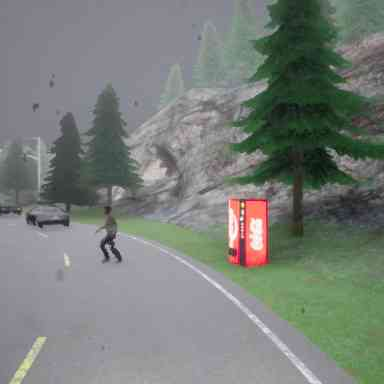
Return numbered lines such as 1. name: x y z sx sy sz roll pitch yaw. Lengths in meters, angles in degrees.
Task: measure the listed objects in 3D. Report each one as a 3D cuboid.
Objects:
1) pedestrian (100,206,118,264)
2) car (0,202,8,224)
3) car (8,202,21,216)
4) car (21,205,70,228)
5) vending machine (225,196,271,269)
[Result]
1. pedestrian: -2.547 1.294 10.194 0.375 1.860 0.375 0 0 -21
2. car: -14.196 1.490 22.200 2.128 1.511 4.902 0 0 -40
3. car: -17.987 1.598 32.159 1.895 1.301 4.718 0 0 -41
4. car: -9.753 1.562 22.318 1.994 1.385 4.181 0 0 -38
5. vending machine: 1.724 1.194 10.326 1.100 2.100 0.880 0 0 -18
